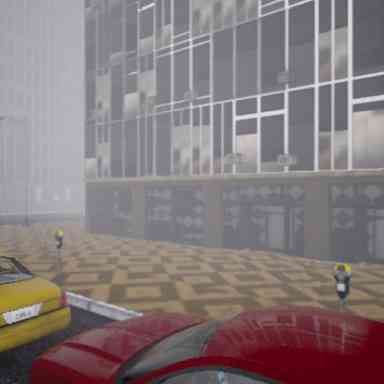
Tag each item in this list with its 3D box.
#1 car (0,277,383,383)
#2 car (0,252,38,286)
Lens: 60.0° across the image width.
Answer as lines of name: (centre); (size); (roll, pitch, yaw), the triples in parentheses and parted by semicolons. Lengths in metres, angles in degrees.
car: (0.623, 1.544, 2.275); (4.507, 1.381, 1.887); (0, 0, 35)
car: (-4.036, 1.519, 5.597); (4.829, 1.417, 1.752); (0, 0, 35)
